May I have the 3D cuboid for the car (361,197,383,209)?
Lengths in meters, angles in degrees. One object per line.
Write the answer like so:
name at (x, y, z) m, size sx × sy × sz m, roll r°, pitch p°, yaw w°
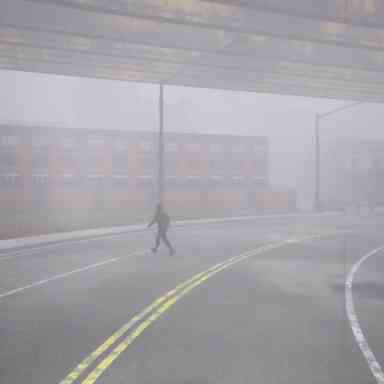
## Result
car at (21.400, 1.295, 39.219) m, size 1.853 × 1.218 × 4.536 m, roll 0°, pitch 0°, yaw 15°

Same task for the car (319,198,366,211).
car at (17.874, 1.452, 40.427) m, size 2.038 × 1.542 × 4.974 m, roll 0°, pitch 0°, yaw -45°

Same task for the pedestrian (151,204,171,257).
pedestrian at (-1.092, 1.294, 11.732) m, size 0.375 × 1.860 × 0.375 m, roll 0°, pitch 0°, yaw 29°

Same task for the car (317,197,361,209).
car at (17.837, 1.295, 40.464) m, size 1.853 × 1.218 × 4.536 m, roll 0°, pitch 0°, yaw -45°

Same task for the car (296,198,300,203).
car at (16.841, 1.452, 60.504) m, size 4.974 × 1.542 × 2.038 m, roll 0°, pitch 0°, yaw 40°

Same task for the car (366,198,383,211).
car at (21.386, 1.452, 39.169) m, size 2.038 × 1.542 × 4.974 m, roll 0°, pitch 0°, yaw 15°
